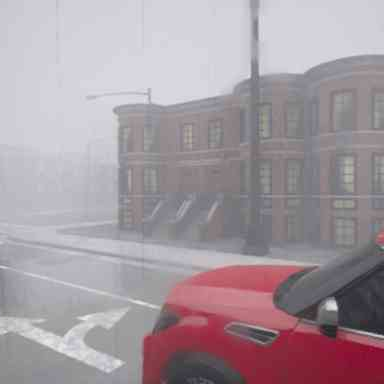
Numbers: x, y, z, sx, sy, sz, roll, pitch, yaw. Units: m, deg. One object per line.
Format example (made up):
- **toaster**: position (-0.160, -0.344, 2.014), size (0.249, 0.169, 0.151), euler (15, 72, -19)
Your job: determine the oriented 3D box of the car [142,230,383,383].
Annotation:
- **car**: position (2.152, 1.222, 2.456), size (5.566, 2.045, 2.150), euler (0, 0, 36)
